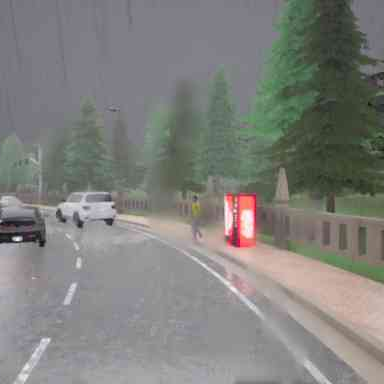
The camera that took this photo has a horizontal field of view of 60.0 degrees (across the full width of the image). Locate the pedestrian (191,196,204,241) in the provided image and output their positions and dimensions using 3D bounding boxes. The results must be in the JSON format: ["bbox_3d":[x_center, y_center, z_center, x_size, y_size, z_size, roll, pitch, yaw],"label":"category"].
[{"bbox_3d":[0.170,1.001,13.304,0.375,1.860,0.375,0,1,-21],"label":"pedestrian"}]

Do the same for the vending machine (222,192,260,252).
[{"bbox_3d":[1.782,1.064,12.291,1.100,2.100,0.880,0,1,-19],"label":"vending machine"}]

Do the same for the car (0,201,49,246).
[{"bbox_3d":[-7.167,1.363,13.915,1.837,1.490,4.892,0,1,-25],"label":"car"}]

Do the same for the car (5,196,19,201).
[{"bbox_3d":[-19.049,1.175,34.477,1.812,1.442,4.674,-1,1,-42],"label":"car"}]

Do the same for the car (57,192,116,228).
[{"bbox_3d":[-6.713,1.002,20.896,2.150,2.045,5.566,-1,1,-37],"label":"car"}]

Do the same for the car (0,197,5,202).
[{"bbox_3d":[-17.658,1.265,27.810,2.033,1.411,5.357,-1,1,-42],"label":"car"}]
